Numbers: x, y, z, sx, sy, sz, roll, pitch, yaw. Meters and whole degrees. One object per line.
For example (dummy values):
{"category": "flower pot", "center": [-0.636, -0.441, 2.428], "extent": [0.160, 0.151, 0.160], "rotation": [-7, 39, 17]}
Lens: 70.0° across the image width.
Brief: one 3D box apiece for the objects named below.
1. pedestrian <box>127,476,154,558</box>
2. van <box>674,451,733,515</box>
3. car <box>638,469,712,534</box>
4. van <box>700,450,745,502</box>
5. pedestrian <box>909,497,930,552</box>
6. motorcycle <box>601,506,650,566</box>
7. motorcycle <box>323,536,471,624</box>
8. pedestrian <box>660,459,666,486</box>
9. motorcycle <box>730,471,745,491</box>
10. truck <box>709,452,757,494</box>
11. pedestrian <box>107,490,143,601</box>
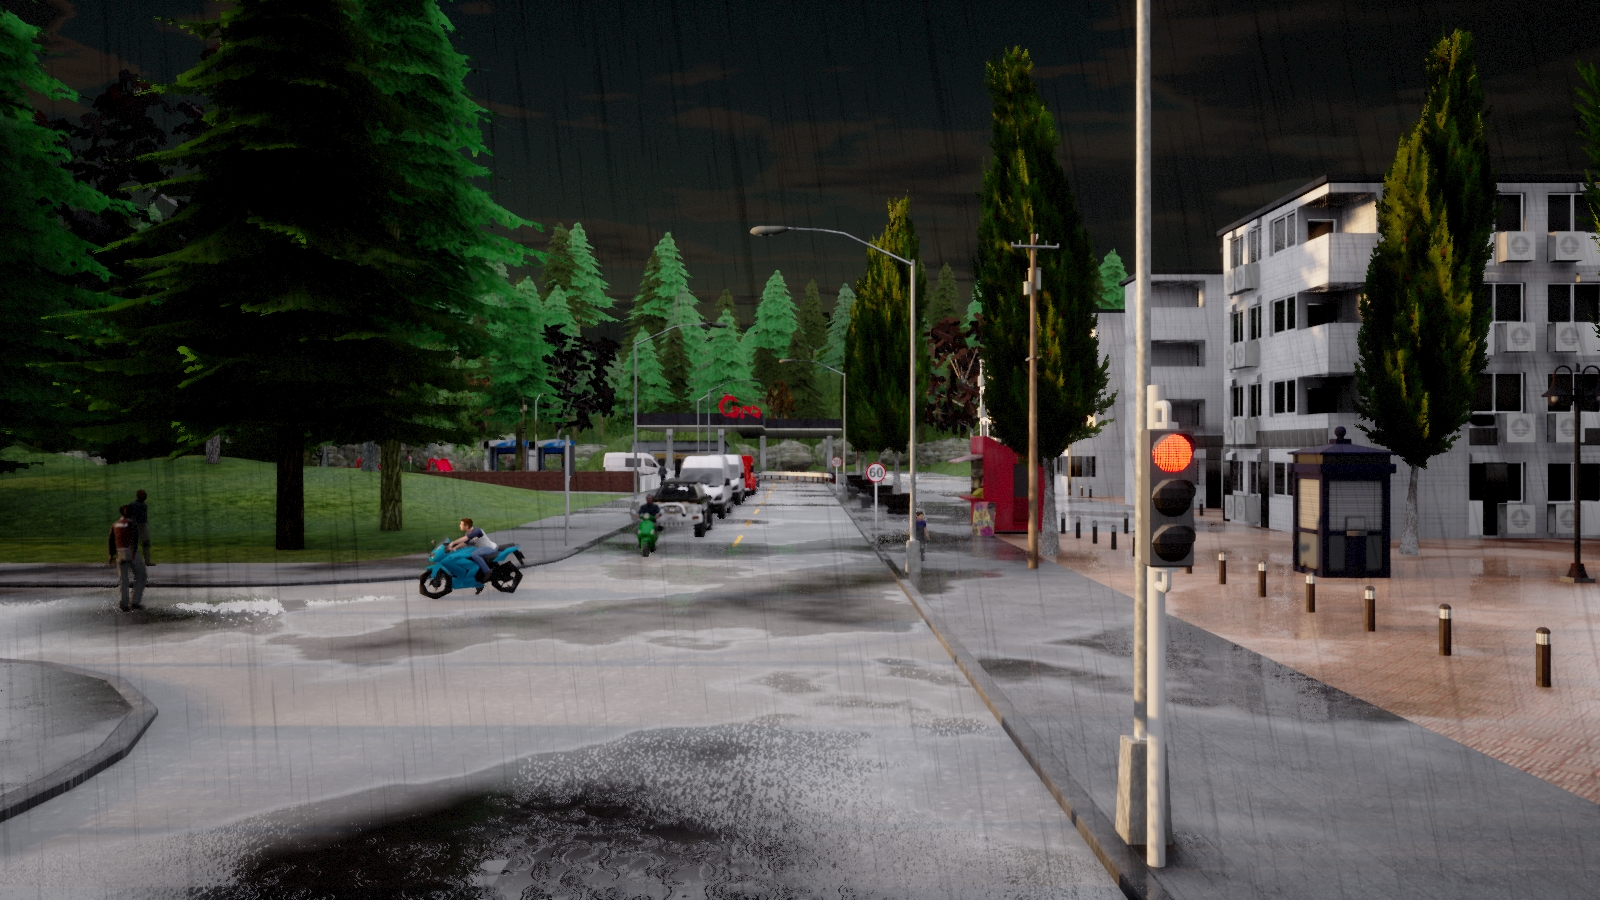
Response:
{"category": "pedestrian", "center": [-15.109, 1.520, 26.179], "extent": [0.375, 1.860, 0.375], "rotation": [0, 0, 18]}
{"category": "van", "center": [-4.011, 1.306, 48.192], "extent": [1.988, 2.561, 5.915], "rotation": [0, 0, 0]}
{"category": "car", "center": [-4.061, 1.633, 37.773], "extent": [1.932, 1.855, 4.605], "rotation": [0, 1, 0]}
{"category": "van", "center": [-3.997, 1.305, 59.832], "extent": [1.988, 2.561, 5.915], "rotation": [0, 0, 0]}
{"category": "pedestrian", "center": [2.902, 1.800, 27.759], "extent": [0.375, 1.300, 0.375], "rotation": [0, 0, -32]}
{"category": "motorcycle", "center": [-3.994, 1.957, 26.258], "extent": [0.856, 1.236, 1.805], "rotation": [0, 0, 0]}
{"category": "motorcycle", "center": [-6.261, 1.990, 17.812], "extent": [2.033, 1.145, 0.803], "rotation": [0, 0, -38]}
{"category": "pedestrian", "center": [-9.282, 1.512, 77.584], "extent": [0.375, 1.860, 0.375], "rotation": [0, 0, 1]}
{"category": "motorcycle", "center": [-3.981, 1.950, 72.426], "extent": [0.856, 1.236, 1.805], "rotation": [0, 0, 0]}
{"category": "truck", "center": [-3.996, 1.338, 69.414], "extent": [2.627, 2.467, 5.204], "rotation": [0, 0, 0]}
{"category": "pedestrian", "center": [-11.540, 1.625, 19.534], "extent": [0.375, 1.860, 0.375], "rotation": [0, 0, 4]}
